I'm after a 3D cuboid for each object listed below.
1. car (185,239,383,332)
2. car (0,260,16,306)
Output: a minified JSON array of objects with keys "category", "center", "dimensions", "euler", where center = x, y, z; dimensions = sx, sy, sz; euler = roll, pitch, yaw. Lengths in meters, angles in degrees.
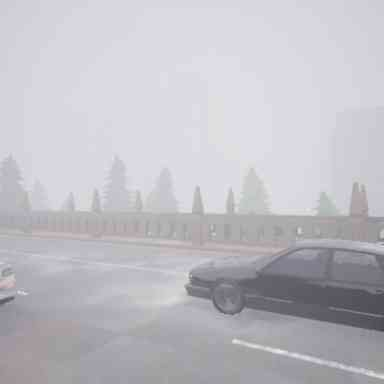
[{"category":"car","center":[2.535,1.610,6.182],"dimensions":[5.357,1.411,2.033],"euler":[-1,-1,31]},{"category":"car","center":[-5.605,1.700,6.954],"dimensions":[4.674,1.442,1.812],"euler":[-1,-1,31]}]
